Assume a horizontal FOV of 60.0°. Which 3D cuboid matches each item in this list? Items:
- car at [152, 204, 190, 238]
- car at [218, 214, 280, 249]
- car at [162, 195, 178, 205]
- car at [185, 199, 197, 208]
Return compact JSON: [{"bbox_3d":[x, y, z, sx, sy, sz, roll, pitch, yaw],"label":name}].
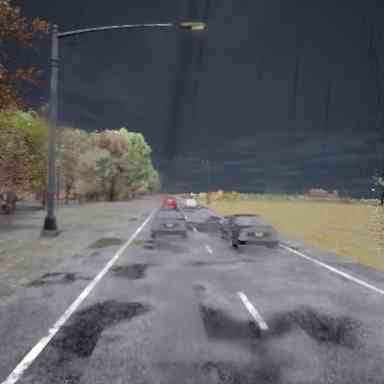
[{"bbox_3d":[-1.231,1.659,18.344,2.033,1.411,5.357,1,0,-4],"label":"car"},{"bbox_3d":[2.462,1.725,15.519,2.033,1.411,5.357,1,0,-4],"label":"car"},{"bbox_3d":[-3.348,1.515,50.209,2.150,2.045,5.566,1,0,-4],"label":"car"},{"bbox_3d":[-0.251,1.933,56.263,1.812,1.442,4.674,1,0,-4],"label":"car"}]
